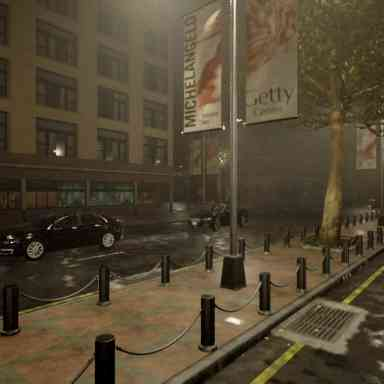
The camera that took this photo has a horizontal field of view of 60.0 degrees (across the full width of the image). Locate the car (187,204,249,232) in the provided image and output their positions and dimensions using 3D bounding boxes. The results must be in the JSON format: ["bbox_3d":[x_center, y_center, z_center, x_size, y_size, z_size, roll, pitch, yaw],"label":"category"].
[{"bbox_3d":[1.705,1.492,20.468,2.128,1.511,4.902,0,0,40],"label":"car"}]

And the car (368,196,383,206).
[{"bbox_3d":[31.697,1.477,56.765,1.882,1.535,5.008,0,0,40],"label":"car"}]

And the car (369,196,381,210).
[{"bbox_3d":[24.179,1.505,42.244,1.837,1.490,4.892,0,0,40],"label":"car"}]

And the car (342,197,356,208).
[{"bbox_3d":[20.450,1.504,45.884,4.892,1.490,1.837,0,2,-26],"label":"car"}]

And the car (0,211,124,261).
[{"bbox_3d":[-4.861,1.505,12.552,1.837,1.490,4.892,0,0,40],"label":"car"}]
